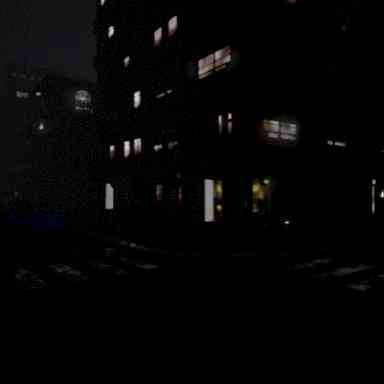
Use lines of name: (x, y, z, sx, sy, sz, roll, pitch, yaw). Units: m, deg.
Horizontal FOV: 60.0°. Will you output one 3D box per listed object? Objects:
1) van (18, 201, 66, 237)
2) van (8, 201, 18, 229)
van: (-8.523, 1.484, 19.017, 1.690, 1.788, 3.998, -2, 0, -36)
van: (-11.785, 1.545, 23.493, 1.690, 1.788, 3.998, -2, 0, -36)
